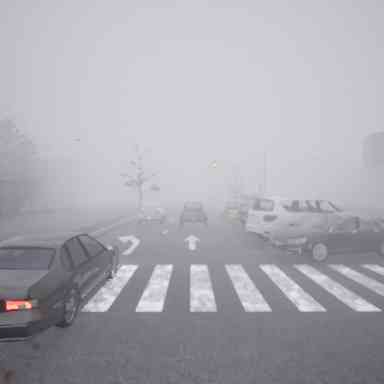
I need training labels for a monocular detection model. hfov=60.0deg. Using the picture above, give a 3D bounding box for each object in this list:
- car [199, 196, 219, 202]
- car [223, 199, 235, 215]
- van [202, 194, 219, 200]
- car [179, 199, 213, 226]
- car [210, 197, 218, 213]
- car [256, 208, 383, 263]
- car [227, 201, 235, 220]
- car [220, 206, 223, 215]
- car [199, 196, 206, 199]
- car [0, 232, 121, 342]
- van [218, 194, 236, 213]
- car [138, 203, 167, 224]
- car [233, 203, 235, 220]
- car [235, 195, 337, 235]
[{"bbox_3d":[4.879,1.934,93.753,5.366,1.575,1.946,1,-1,-20],"label":"car"},{"bbox_3d":[5.239,1.513,23.725,5.366,1.575,1.946,1,-1,-20],"label":"car"},{"bbox_3d":[4.948,1.467,84.850,4.442,1.987,1.878,1,-1,-20],"label":"van"},{"bbox_3d":[0.097,1.513,23.195,2.128,1.511,4.902,0,0,0],"label":"car"},{"bbox_3d":[4.891,1.544,32.540,5.366,1.575,1.946,1,0,-20],"label":"car"},{"bbox_3d":[5.078,1.487,11.726,4.892,1.521,2.231,1,0,-20],"label":"car"},{"bbox_3d":[5.060,1.505,20.677,4.892,1.521,2.231,1,0,-20],"label":"car"},{"bbox_3d":[5.091,1.556,26.654,4.792,1.488,2.163,1,-1,-20],"label":"car"},{"bbox_3d":[0.092,1.566,36.694,2.128,1.511,4.902,0,0,0],"label":"car"},{"bbox_3d":[-2.901,1.539,6.879,2.033,1.411,5.357,0,0,0],"label":"car"},{"bbox_3d":[4.958,1.310,29.582,4.442,1.987,1.878,1,0,-20],"label":"van"},{"bbox_3d":[-2.905,1.553,24.833,1.812,1.442,4.674,0,0,0],"label":"car"},{"bbox_3d":[5.073,1.495,17.692,5.008,1.535,2.097,1,0,-20],"label":"car"},{"bbox_3d":[5.097,1.238,14.728,5.566,2.045,2.435,1,0,-20],"label":"car"}]
